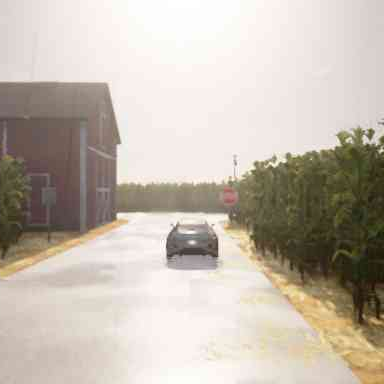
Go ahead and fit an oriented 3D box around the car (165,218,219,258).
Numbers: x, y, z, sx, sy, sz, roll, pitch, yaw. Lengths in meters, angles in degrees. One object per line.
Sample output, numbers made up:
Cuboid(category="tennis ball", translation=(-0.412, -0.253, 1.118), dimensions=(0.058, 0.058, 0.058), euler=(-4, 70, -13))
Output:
Cuboid(category="car", translation=(0.020, 1.737, 13.501), dimensions=(1.994, 1.385, 4.181), euler=(0, -1, 0))
